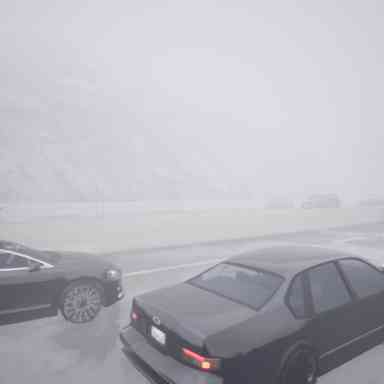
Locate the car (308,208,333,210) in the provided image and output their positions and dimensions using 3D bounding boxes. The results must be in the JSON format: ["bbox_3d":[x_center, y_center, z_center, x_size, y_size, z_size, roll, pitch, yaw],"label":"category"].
[{"bbox_3d":[14.174,1.223,36.500,5.566,2.045,2.150,0,0,-40],"label":"car"}]

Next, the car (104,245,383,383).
[{"bbox_3d":[1.687,1.548,4.948,5.357,1.411,2.033,0,0,-35],"label":"car"}]

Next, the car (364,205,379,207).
[{"bbox_3d":[20.195,1.495,37.134,4.902,1.511,2.128,0,0,-42],"label":"car"}]

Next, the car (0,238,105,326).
[{"bbox_3d":[-3.568,1.492,5.502,4.902,1.511,2.128,0,0,-35],"label":"car"}]
